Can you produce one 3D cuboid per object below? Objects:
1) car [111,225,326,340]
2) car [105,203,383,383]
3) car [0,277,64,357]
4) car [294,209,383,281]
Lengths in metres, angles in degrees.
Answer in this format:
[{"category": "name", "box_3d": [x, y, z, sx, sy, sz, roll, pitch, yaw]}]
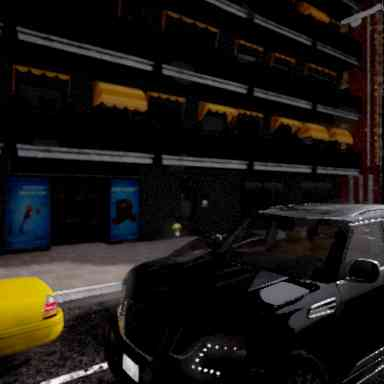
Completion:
[{"category": "car", "box_3d": [0.704, 1.564, 7.066, 4.313, 1.339, 1.947, 0, 0, -36]}, {"category": "car", "box_3d": [1.696, 1.220, 4.593, 5.566, 2.045, 2.150, 0, 0, -36]}, {"category": "car", "box_3d": [-4.042, 1.526, 3.674, 4.829, 1.417, 1.752, 0, 0, -36]}, {"category": "car", "box_3d": [5.310, 1.436, 10.359, 4.097, 1.590, 1.967, 0, 0, -36]}]
